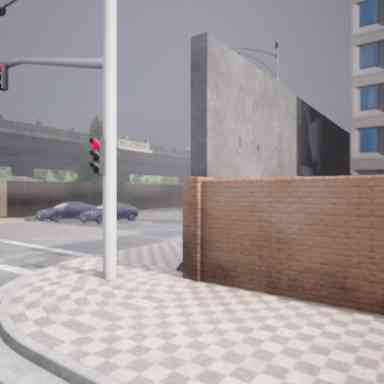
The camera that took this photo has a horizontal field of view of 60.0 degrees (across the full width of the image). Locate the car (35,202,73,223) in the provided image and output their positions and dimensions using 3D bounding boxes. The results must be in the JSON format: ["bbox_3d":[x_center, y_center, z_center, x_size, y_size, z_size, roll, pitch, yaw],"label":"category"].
[{"bbox_3d":[-9.324,1.458,25.042,1.812,1.442,4.674,0,0,36],"label":"car"}]

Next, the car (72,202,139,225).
[{"bbox_3d":[-5.844,1.461,23.857,1.812,1.442,4.674,0,1,35],"label":"car"}]
